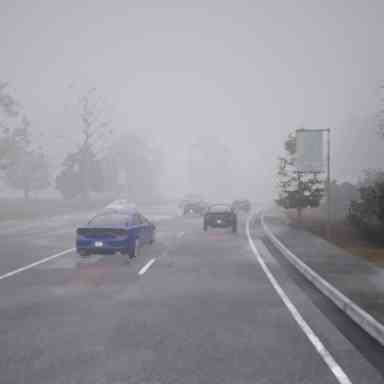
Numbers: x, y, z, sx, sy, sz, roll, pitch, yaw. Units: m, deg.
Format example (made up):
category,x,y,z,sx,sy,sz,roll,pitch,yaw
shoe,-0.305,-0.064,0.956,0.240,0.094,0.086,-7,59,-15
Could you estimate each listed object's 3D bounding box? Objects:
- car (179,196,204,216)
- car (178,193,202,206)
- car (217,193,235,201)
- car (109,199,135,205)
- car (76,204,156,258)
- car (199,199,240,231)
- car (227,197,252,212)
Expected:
category,x,y,z,sx,sy,sz,roll,pitch,yaw
car,0.477,1.469,32.000,1.837,1.490,4.892,0,0,13
car,-0.013,1.168,44.176,2.150,2.045,5.566,0,0,18
car,7.186,1.071,70.505,2.128,1.511,4.902,0,0,27
car,-6.850,1.459,32.206,1.812,1.442,4.674,0,0,13
car,-2.680,1.455,12.737,1.882,1.535,5.008,0,0,5
car,1.841,1.462,20.590,1.882,1.535,5.008,0,0,8
car,5.775,1.471,38.473,2.128,1.511,4.902,0,0,16
